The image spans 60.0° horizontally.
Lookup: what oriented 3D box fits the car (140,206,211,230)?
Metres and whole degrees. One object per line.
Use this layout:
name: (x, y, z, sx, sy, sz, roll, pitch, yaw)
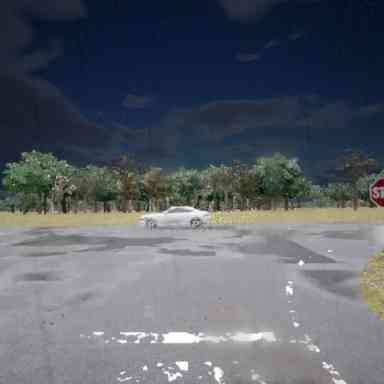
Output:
car: (-1.061, 1.676, 21.904, 4.674, 1.442, 1.812, -1, -2, -1)
